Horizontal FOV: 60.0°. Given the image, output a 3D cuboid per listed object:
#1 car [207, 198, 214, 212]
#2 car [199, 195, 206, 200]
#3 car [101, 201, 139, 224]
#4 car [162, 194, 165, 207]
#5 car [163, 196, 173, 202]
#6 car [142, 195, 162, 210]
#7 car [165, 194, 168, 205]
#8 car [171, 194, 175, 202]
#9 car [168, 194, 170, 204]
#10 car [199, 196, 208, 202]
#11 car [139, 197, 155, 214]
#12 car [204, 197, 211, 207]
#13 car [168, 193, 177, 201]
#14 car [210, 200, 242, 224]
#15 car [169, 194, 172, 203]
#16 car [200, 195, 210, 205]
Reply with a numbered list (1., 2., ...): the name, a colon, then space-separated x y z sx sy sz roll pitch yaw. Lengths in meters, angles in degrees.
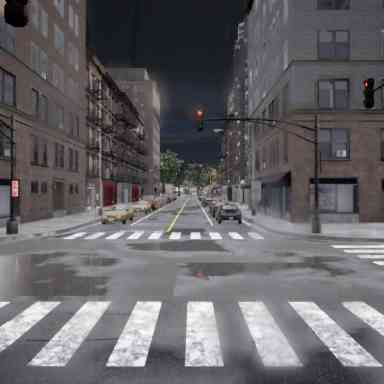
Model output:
1. car: 2.662 1.547 30.182 1.887 1.381 4.507 0 0 0
2. car: 2.714 1.597 90.484 1.802 1.307 4.206 0 0 0
3. car: -5.396 1.526 24.537 1.752 1.417 4.829 0 0 0
4. car: -5.369 1.445 46.635 1.967 1.590 4.097 0 0 0
5. car: -5.336 1.535 73.875 1.752 1.417 4.829 0 0 0
6. car: -5.375 1.319 41.153 2.192 1.841 5.009 0 0 0
7. car: -5.362 1.446 52.117 1.967 1.590 4.097 0 0 0
8. car: -5.342 1.324 68.563 2.192 1.841 5.009 0 0 0
9. car: -5.356 1.557 57.599 2.008 1.369 4.403 0 0 0
10. car: 2.705 1.556 79.520 1.887 1.381 4.507 0 0 0
11. car: -5.382 1.528 35.500 1.752 1.417 4.829 0 0 0
12. car: 2.667 1.554 35.664 2.008 1.369 4.403 0 0 0
13. car: -5.315 1.329 90.491 2.192 1.841 5.009 0 0 0
14. car: 2.658 1.552 24.700 2.008 1.369 4.403 0 0 0
15. car: -5.349 1.573 63.081 1.947 1.339 4.313 0 0 0
16. car: 2.681 1.556 52.109 2.008 1.369 4.403 0 0 0
